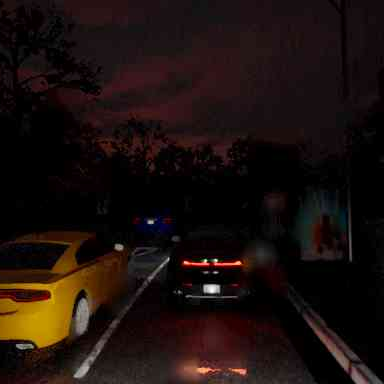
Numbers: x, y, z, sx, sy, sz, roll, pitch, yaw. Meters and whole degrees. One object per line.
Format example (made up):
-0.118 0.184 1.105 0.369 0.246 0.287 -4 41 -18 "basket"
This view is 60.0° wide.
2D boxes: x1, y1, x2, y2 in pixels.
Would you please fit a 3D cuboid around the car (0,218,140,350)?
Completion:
-2.537 1.513 6.555 1.882 1.535 5.008 0 -1 3 "car"

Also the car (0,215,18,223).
-29.599 4.227 50.831 2.033 1.411 5.357 -3 -5 41 "car"

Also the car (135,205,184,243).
-1.793 1.795 19.393 2.150 2.045 5.566 0 -4 6 "car"

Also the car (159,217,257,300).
0.496 1.571 8.475 1.837 1.490 4.892 0 -1 3 "car"
